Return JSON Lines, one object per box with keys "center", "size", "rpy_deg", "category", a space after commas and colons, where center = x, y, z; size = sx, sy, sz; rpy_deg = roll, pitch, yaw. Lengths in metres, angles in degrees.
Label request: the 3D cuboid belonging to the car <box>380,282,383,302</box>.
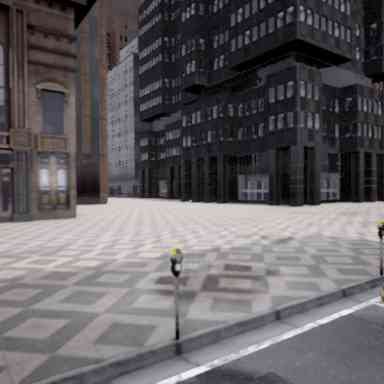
{"center": [5.345, 1.410, 6.256], "size": [4.829, 1.417, 1.752], "rpy_deg": [-1, 1, -35], "category": "car"}
